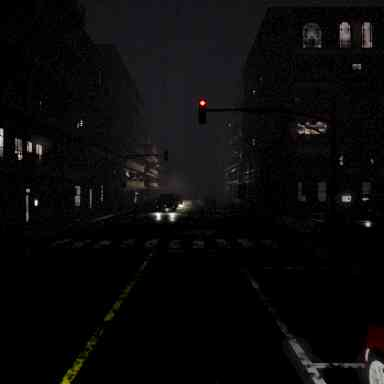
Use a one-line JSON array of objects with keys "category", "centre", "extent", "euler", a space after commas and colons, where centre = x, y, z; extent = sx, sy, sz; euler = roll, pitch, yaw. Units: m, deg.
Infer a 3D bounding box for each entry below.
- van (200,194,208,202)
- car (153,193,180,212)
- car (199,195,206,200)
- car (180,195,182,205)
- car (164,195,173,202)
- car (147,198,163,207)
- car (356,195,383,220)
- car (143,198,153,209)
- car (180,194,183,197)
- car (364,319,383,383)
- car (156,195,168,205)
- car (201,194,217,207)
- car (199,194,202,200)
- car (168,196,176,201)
[{"category": "van", "centre": [2.898, 1.379, 78.443], "extent": [1.690, 1.788, 3.998], "euler": [-1, 0, 0]}, {"category": "car", "centre": [-2.989, 1.228, 40.085], "extent": [2.150, 2.045, 5.566], "euler": [0, 0, 0]}, {"category": "car", "centre": [2.946, 1.602, 95.027], "extent": [1.887, 1.381, 4.507], "euler": [-1, 0, 0]}, {"category": "car", "centre": [-2.956, 1.561, 50.390], "extent": [2.033, 1.411, 5.357], "euler": [0, 0, 0]}, {"category": "car", "centre": [-5.481, 1.563, 78.302], "extent": [1.752, 1.417, 4.829], "euler": [-1, 0, 0]}, {"category": "car", "centre": [-5.557, 1.580, 50.832], "extent": [1.947, 1.339, 4.313], "euler": [0, 0, 0]}, {"category": "car", "centre": [14.907, 1.206, 24.758], "extent": [5.008, 1.535, 1.882], "euler": [-1, 0, -1]}, {"category": "car", "centre": [-5.572, 1.561, 45.305], "extent": [2.008, 1.369, 4.403], "euler": [0, 0, 0]}, {"category": "car", "centre": [-2.896, 1.243, 61.104], "extent": [2.150, 2.045, 5.566], "euler": [0, 0, 1]}, {"category": "car", "centre": [2.687, 1.544, 1.805], "extent": [1.887, 1.381, 4.507], "euler": [0, 0, 0]}, {"category": "car", "centre": [-5.528, 1.462, 61.888], "extent": [1.967, 1.590, 4.097], "euler": [-1, 0, 0]}, {"category": "car", "centre": [2.822, 1.454, 50.804], "extent": [1.967, 1.590, 4.097], "euler": [-1, 0, 0]}, {"category": "car", "centre": [2.869, 1.578, 67.388], "extent": [2.008, 1.369, 4.403], "euler": [-1, 0, 0]}, {"category": "car", "centre": [-5.449, 1.632, 89.528], "extent": [1.802, 1.307, 4.206], "euler": [-1, 0, 0]}]
